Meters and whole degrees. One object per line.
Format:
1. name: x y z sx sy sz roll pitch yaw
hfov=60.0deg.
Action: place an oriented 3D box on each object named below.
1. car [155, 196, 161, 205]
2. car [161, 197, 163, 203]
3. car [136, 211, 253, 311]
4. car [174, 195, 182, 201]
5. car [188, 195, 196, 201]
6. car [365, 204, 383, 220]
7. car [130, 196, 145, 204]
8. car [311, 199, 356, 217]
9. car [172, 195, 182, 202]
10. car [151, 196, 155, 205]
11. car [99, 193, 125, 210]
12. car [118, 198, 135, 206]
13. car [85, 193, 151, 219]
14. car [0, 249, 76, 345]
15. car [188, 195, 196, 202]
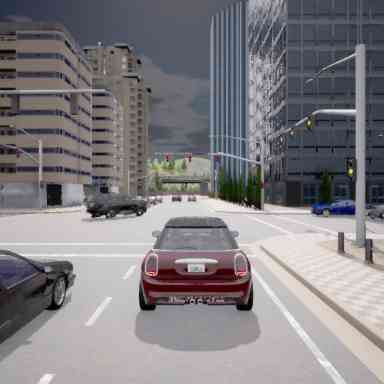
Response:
1. car: -7.083 1.491 57.459 2.128 1.511 4.902 0 0 0
2. car: -7.016 1.491 67.708 2.128 1.511 4.902 0 0 0
3. car: 0.082 1.352 7.940 2.097 1.767 4.553 0 0 0
4. car: -3.504 1.509 84.305 2.033 1.411 5.357 0 0 0
5. car: -0.004 1.493 84.305 1.812 1.442 4.674 0 0 0
6. car: 16.279 1.436 26.314 4.902 1.511 2.128 0 0 0
7. car: -10.542 1.491 64.578 2.128 1.511 4.902 0 0 1
8. car: 13.292 1.422 29.837 5.008 1.535 1.882 0 0 1
9. car: -3.503 1.470 74.695 1.882 1.535 5.008 0 0 0
10. car: -7.101 1.547 47.946 2.033 1.411 5.357 0 0 0
11. car: -10.601 1.222 44.433 2.150 2.045 5.566 0 0 0
12. car: -10.594 1.601 54.201 1.895 1.301 4.718 0 0 0
13. car: -6.426 1.184 28.576 2.150 2.045 5.566 1 1 36
14. car: -3.434 1.547 4.742 2.033 1.411 5.357 0 0 0
15. car: -0.004 1.547 75.812 1.994 1.385 4.181 0 0 0
